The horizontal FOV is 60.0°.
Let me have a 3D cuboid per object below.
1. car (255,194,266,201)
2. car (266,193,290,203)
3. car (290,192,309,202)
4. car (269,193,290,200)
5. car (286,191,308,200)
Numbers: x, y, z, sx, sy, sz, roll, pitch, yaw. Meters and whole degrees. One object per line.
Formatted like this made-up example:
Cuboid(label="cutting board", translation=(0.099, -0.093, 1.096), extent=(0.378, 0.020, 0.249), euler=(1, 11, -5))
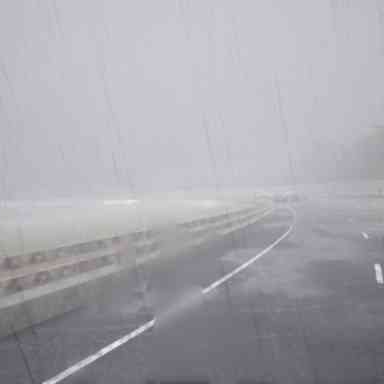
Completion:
Cuboid(label="car", translation=(13.890, 1.047, 65.648), extent=(1.994, 1.385, 4.181), euler=(-2, 0, -8))
Cuboid(label="car", translation=(14.353, 1.066, 55.745), extent=(1.994, 1.385, 4.181), euler=(-2, 0, -2))
Cuboid(label="car", translation=(17.846, 0.869, 55.626), extent=(2.128, 1.511, 4.902), euler=(-2, 0, -2))
Cuboid(label="car", translation=(17.368, 0.868, 66.002), extent=(2.033, 1.411, 5.357), euler=(-2, 0, -8))
Cuboid(label="car", translation=(20.845, 0.673, 66.355), extent=(2.128, 1.511, 4.902), euler=(-2, 0, -8))
